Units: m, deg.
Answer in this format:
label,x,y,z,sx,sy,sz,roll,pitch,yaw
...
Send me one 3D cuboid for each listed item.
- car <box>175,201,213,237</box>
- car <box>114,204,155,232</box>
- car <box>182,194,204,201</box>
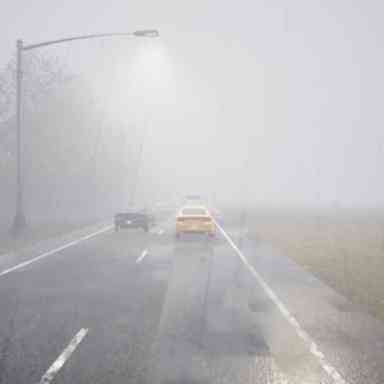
label,x,y,z,sx,sy,sz,roll,pitch,yaw
car,0.111,1.483,18.057,1.882,1.535,5.008,0,0,0
car,-3.399,1.484,20.442,1.882,1.535,5.008,0,0,0
car,0.101,1.233,37.291,2.150,2.045,5.566,0,0,0
